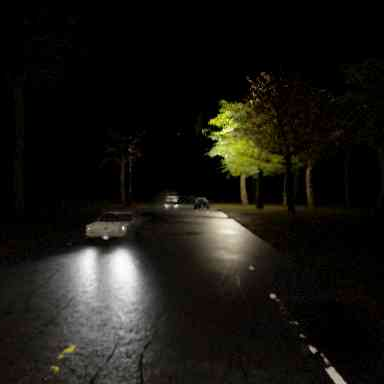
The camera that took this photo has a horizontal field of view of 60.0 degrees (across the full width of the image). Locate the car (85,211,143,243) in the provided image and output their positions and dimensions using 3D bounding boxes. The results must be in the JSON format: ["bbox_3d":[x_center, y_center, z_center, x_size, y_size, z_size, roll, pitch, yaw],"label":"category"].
[{"bbox_3d":[-3.603,1.598,16.123,1.895,1.301,4.718,0,0,0],"label":"car"}]

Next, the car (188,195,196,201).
[{"bbox_3d":[-0.011,1.286,77.371,1.895,1.301,4.718,0,0,0],"label":"car"}]

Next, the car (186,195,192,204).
[{"bbox_3d":[-0.008,1.449,60.257,1.994,1.385,4.181,0,0,0],"label":"car"}]

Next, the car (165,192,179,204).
[{"bbox_3d":[-3.549,1.109,59.285,2.150,2.045,5.566,0,0,1],"label":"car"}]

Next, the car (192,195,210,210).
[{"bbox_3d":[1.219,1.460,42.456,1.812,1.442,4.674,0,0,0],"label":"car"}]
